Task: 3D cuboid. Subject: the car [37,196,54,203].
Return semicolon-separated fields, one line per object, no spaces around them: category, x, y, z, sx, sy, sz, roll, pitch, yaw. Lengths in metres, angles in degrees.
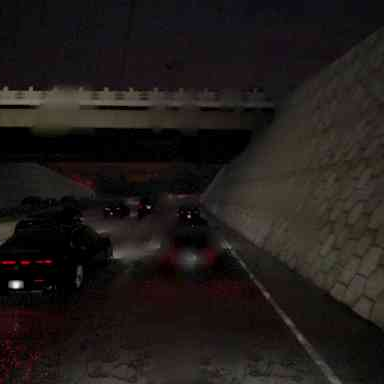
car;-28.846;1.938;67.370;2.097;1.767;4.553;0;0;-1

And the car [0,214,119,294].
car;-3.511;1.586;9.022;1.837;1.490;4.892;0;0;-1

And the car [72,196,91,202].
car;-21.841;1.913;67.049;2.097;1.767;4.553;0;0;-1

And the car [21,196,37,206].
car;-32.345;1.820;67.264;2.150;2.045;5.566;0;0;-1

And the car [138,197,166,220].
car;-3.782;1.466;31.627;2.150;2.045;5.566;0;0;-1

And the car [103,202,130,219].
car;-7.292;1.755;32.522;2.128;1.511;4.902;0;0;-1

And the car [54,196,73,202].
car;-25.352;1.797;67.775;2.150;2.045;5.566;0;0;-1

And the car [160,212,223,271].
car;-0.034;1.607;11.051;1.812;1.442;4.674;0;0;-1

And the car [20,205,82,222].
car;-7.099;1.655;16.944;1.837;1.490;4.892;0;0;-1

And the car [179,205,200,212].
car;-0.273;1.829;31.005;1.895;1.301;4.718;0;0;-1

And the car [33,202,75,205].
car;-10.733;1.787;27.577;2.033;1.411;5.357;0;0;-1
